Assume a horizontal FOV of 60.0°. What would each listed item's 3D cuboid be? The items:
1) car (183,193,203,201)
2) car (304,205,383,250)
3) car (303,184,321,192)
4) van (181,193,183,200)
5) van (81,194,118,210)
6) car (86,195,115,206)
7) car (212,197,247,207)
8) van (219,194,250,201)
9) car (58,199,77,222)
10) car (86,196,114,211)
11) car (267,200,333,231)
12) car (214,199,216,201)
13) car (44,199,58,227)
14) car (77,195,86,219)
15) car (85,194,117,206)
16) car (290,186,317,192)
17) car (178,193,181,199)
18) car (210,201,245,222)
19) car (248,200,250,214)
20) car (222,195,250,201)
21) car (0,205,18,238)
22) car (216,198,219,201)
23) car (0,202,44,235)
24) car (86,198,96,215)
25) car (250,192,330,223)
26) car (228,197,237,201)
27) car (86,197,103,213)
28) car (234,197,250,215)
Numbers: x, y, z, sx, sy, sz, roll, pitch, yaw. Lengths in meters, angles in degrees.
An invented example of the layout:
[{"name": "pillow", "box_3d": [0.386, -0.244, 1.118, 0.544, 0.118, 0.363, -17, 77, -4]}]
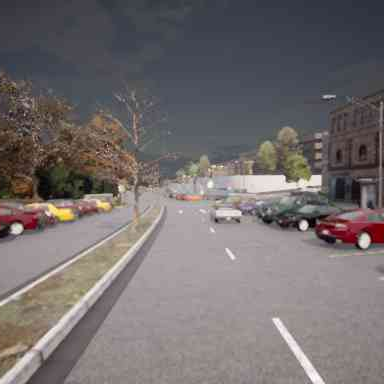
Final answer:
[{"name": "car", "box_3d": [0.708, 1.509, 87.838, 4.553, 1.767, 2.185, 0, 0, -30]}, {"name": "car", "box_3d": [7.598, 1.470, 14.141, 5.008, 1.535, 2.097, 1, 0, -22]}, {"name": "car", "box_3d": [23.293, -0.421, 62.886, 2.435, 2.045, 5.566, -7, 4, -30]}, {"name": "van", "box_3d": [0.126, 1.403, 90.759, 4.442, 1.987, 1.878, 0, 0, -30]}, {"name": "van", "box_3d": [-12.281, 1.279, 44.240, 4.442, 1.987, 1.878, -1, 0, -25]}, {"name": "car", "box_3d": [-12.068, 1.506, 38.210, 5.366, 1.575, 1.946, -1, 0, -24]}, {"name": "car", "box_3d": [5.633, 1.482, 50.291, 4.792, 1.488, 2.163, 1, 0, -26]}, {"name": "van", "box_3d": [6.129, 1.225, 41.240, 4.442, 1.987, 1.878, 1, 0, -25]}, {"name": "car", "box_3d": [-11.165, 1.506, 23.434, 5.366, 1.575, 1.946, -1, 0, -22]}, {"name": "car", "box_3d": [-11.517, 1.501, 35.412, 5.366, 1.575, 1.946, -1, 0, -24]}, {"name": "car", "box_3d": [7.431, 1.466, 20.177, 5.008, 1.535, 2.097, 1, 0, -22]}, {"name": "car", "box_3d": [5.558, 1.443, 47.231, 5.366, 1.575, 1.946, 1, 0, -25]}, {"name": "car", "box_3d": [-10.900, 1.382, 20.542, 4.553, 1.767, 2.185, -1, 0, -22]}, {"name": "car", "box_3d": [-11.113, 1.380, 26.476, 4.553, 1.767, 2.185, -1, 0, -23]}, {"name": "car", "box_3d": [-12.102, 1.380, 41.251, 4.553, 1.767, 2.185, -1, 0, -24]}, {"name": "car", "box_3d": [20.343, 0.159, 62.386, 2.002, 1.452, 4.674, -7, 4, -30]}, {"name": "car", "box_3d": [-0.328, 1.372, 93.763, 5.566, 2.045, 2.435, 1, 0, -30]}, {"name": "car", "box_3d": [2.492, 1.588, 25.829, 1.895, 1.301, 4.718, 0, 0, -3]}, {"name": "car", "box_3d": [7.169, 1.502, 26.219, 4.674, 1.452, 2.002, 1, 0, -23]}, {"name": "car", "box_3d": [6.461, 1.455, 38.278, 4.892, 1.521, 2.231, 1, 0, -24]}, {"name": "car", "box_3d": [-10.636, 1.536, 14.646, 4.792, 1.488, 2.163, -1, 0, -21]}, {"name": "car", "box_3d": [6.018, 1.325, 44.313, 4.553, 1.767, 2.185, 1, 0, -25]}, {"name": "car", "box_3d": [-10.750, 1.506, 17.590, 5.008, 1.535, 2.097, -1, 0, -22]}, {"name": "car", "box_3d": [-11.299, 1.546, 29.423, 4.674, 1.452, 2.002, -1, 0, -23]}, {"name": "car", "box_3d": [7.287, 1.212, 23.181, 5.566, 2.045, 2.435, 1, 0, -23]}, {"name": "car", "box_3d": [6.656, 1.496, 35.266, 4.674, 1.452, 2.002, 1, 0, -24]}, {"name": "car", "box_3d": [-11.482, 1.547, 32.378, 4.674, 1.452, 2.002, -1, 0, -23]}, {"name": "car", "box_3d": [6.852, 1.498, 32.248, 4.674, 1.452, 2.002, 1, 0, -24]}]
